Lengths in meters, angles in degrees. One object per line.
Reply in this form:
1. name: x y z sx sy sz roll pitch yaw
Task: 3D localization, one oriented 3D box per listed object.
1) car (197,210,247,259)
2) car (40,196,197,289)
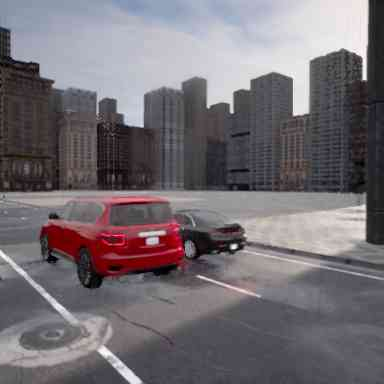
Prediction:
1. car: -0.216 1.391 12.024 1.837 1.490 4.892 0 1 -38
2. car: -2.490 1.120 9.240 2.150 2.045 5.566 0 1 -38
